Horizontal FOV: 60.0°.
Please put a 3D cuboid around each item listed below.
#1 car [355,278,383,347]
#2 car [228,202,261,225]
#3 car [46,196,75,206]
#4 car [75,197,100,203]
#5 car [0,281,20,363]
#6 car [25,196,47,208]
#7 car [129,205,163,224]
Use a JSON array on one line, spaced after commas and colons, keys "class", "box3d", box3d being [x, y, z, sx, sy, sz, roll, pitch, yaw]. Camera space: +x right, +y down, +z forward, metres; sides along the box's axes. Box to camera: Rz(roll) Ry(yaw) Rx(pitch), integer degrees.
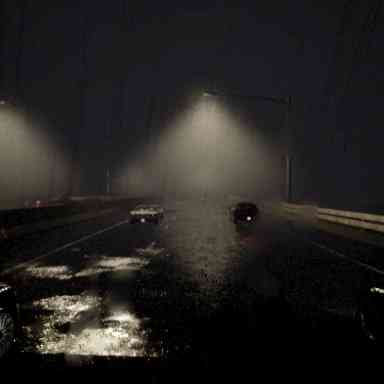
[{"class": "car", "box3d": [3.616, 1.562, 3.677, 1.994, 1.385, 4.181, 0, 0, 0]}, {"class": "car", "box3d": [3.793, 1.498, 24.360, 1.837, 1.490, 4.892, 0, 0, 1]}, {"class": "car", "box3d": [-16.991, 1.482, 44.242, 1.882, 1.535, 5.008, 0, 0, 2]}, {"class": "car", "box3d": [-13.486, 1.512, 44.375, 1.837, 1.490, 4.892, 0, 0, 2]}, {"class": "car", "box3d": [-3.387, 1.489, 2.859, 2.128, 1.511, 4.902, 0, 0, 0]}, {"class": "car", "box3d": [-20.476, 1.354, 44.660, 2.097, 1.767, 4.553, 0, 0, 2]}, {"class": "car", "box3d": [-3.211, 1.592, 24.249, 1.895, 1.301, 4.718, 0, 0, 1]}]
